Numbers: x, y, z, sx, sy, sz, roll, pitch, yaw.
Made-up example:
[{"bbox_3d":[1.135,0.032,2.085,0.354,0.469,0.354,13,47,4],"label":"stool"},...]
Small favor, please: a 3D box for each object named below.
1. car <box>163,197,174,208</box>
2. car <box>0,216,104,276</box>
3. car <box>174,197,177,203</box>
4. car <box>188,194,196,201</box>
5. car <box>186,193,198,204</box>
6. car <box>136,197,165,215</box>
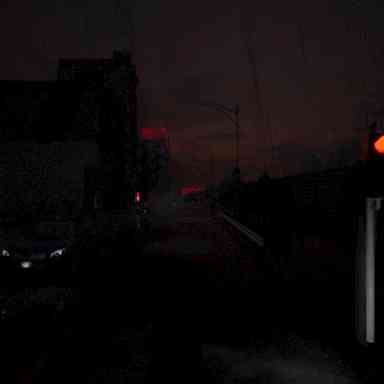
[{"bbox_3d":[-4.131,1.489,47.881,2.128,1.511,4.902,0,0,0],"label":"car"},{"bbox_3d":[-4.095,1.525,10.527,1.812,1.442,4.674,0,0,0],"label":"car"},{"bbox_3d":[-4.059,1.601,67.818,1.895,1.301,4.718,0,0,0],"label":"car"},{"bbox_3d":[-0.064,1.310,76.718,1.882,1.535,5.008,0,0,0],"label":"car"},{"bbox_3d":[-0.053,1.221,66.327,2.150,2.045,5.566,0,0,0],"label":"car"},{"bbox_3d":[-4.233,1.525,33.413,1.812,1.442,4.674,0,0,3],"label":"car"}]
